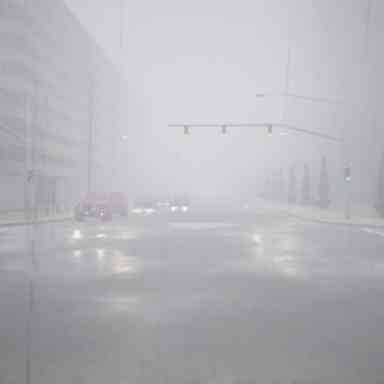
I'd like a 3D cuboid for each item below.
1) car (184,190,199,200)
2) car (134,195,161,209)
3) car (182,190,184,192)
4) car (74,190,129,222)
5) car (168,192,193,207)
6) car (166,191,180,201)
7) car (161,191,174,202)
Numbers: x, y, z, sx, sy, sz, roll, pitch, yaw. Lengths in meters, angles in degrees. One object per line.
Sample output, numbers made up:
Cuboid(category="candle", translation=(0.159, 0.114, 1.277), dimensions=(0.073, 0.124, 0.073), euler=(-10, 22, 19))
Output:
Cuboid(category="car", translation=(0.257, 0.689, 61.346), dimensions=(2.033, 1.411, 5.357), euler=(0, 1, 5))
Cuboid(category="car", translation=(-4.999, 1.073, 36.619), dimensions=(1.994, 1.385, 4.181), euler=(0, 1, 4))
Cuboid(category="car", translation=(-1.596, 0.174, 83.965), dimensions=(1.812, 1.442, 4.674), euler=(0, 1, 4))
Cuboid(category="car", translation=(-6.240, 0.919, 23.635), dimensions=(2.150, 2.045, 5.566), euler=(0, 1, 8))
Cuboid(category="car", translation=(-1.358, 1.010, 39.971), dimensions=(1.994, 1.385, 4.181), euler=(0, 1, 4))
Cuboid(category="car", translation=(-3.391, 0.692, 59.116), dimensions=(1.837, 1.490, 4.892), euler=(0, 1, 4))
Cuboid(category="car", translation=(-4.044, 0.848, 51.262), dimensions=(2.033, 1.411, 5.357), euler=(0, 1, 4))
